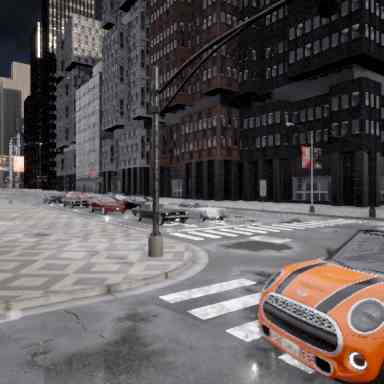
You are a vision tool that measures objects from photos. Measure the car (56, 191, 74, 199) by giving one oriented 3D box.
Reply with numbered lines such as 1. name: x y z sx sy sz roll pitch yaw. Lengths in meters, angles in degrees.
1. car: -25.005 0.572 65.333 2.033 1.411 5.357 0 1 -36

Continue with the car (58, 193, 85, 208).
1. car: -13.128 1.088 37.369 1.895 1.301 4.718 0 1 -36

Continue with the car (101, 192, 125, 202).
1. car: -12.926 0.765 54.110 2.128 1.511 4.902 0 1 -36

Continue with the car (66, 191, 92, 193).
1. car: -16.506 0.681 47.683 2.097 1.767 4.553 0 1 -36

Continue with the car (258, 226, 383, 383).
1. car: 3.269 1.348 5.142 4.553 1.767 2.097 0 0 -25

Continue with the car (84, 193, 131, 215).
1. car: -7.650 1.100 29.746 1.882 1.535 5.008 0 1 -36

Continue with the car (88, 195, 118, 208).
1. car: -10.547 1.083 39.344 1.895 1.301 4.718 0 1 -36

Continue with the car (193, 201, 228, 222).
1. car: 0.429 1.351 24.082 1.895 1.301 4.718 0 1 -36

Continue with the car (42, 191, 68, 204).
1. car: -19.351 0.875 46.078 2.033 1.411 5.357 0 1 -35

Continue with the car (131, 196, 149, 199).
1. car: -5.056 1.095 31.707 1.882 1.535 5.008 0 1 -36

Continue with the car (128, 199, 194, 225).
1. car: -2.167 1.356 22.126 1.895 1.301 4.718 0 1 -36
